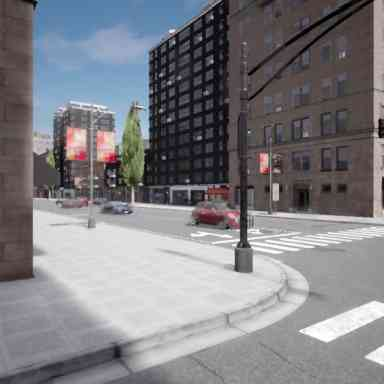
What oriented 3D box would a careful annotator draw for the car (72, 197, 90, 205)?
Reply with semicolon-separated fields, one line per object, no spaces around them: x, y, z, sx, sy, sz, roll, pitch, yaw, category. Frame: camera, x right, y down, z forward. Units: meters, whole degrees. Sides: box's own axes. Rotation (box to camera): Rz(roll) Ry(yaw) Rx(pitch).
-22.135;1.749;66.259;2.128;1.511;4.902;0;0;-36;car

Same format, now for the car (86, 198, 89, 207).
-18.945;1.743;56.290;1.812;1.442;4.674;0;0;-36;car

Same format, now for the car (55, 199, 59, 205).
-25.310;1.857;65.105;1.895;1.301;4.718;0;0;-36;car

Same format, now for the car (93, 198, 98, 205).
-16.229;1.714;58.073;2.128;1.511;4.902;0;0;-36;car

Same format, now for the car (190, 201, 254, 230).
1.872;1.410;21.548;2.097;1.767;4.553;0;0;-36;car

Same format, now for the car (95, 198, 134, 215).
-8.071;1.671;35.326;2.033;1.411;5.357;0;0;-36;car

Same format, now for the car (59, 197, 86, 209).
-17.545;1.749;48.584;1.994;1.385;4.181;0;0;-35;car
